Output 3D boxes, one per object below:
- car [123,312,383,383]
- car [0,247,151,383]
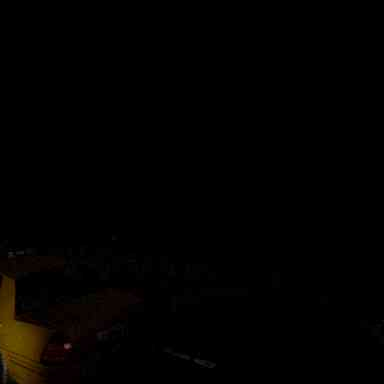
[{"bbox_3d":[1.948,1.551,1.702,4.403,1.369,2.008,0,1,35],"label":"car"},{"bbox_3d":[-2.741,1.524,5.040,4.829,1.417,1.752,0,1,35],"label":"car"}]
